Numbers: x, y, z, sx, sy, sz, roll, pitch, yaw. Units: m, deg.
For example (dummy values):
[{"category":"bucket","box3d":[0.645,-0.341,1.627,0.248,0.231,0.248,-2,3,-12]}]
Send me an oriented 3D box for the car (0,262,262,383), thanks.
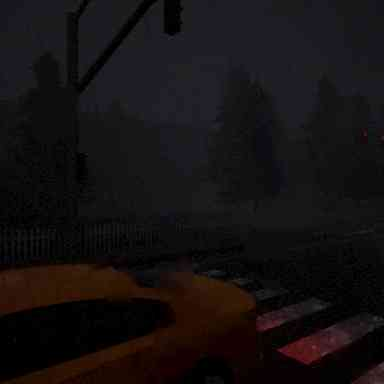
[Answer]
[{"category":"car","box3d":[-1.590,1.477,2.859,5.008,1.535,1.882,0,0,-35]}]
